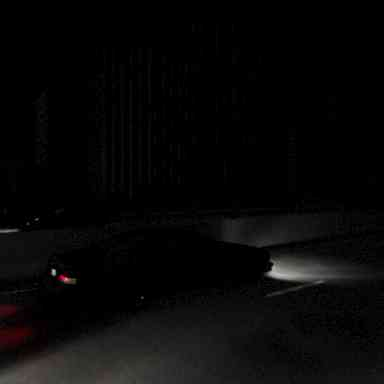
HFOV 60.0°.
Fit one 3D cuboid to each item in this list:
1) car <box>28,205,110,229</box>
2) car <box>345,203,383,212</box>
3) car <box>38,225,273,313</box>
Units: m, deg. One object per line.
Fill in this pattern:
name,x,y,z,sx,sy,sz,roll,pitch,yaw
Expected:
car,-7.372,1.524,20.206,4.674,1.442,1.812,0,0,-35
car,14.346,1.594,26.651,4.718,1.301,1.895,0,0,-34
car,-0.539,1.546,7.660,5.357,1.411,2.033,0,0,-35
